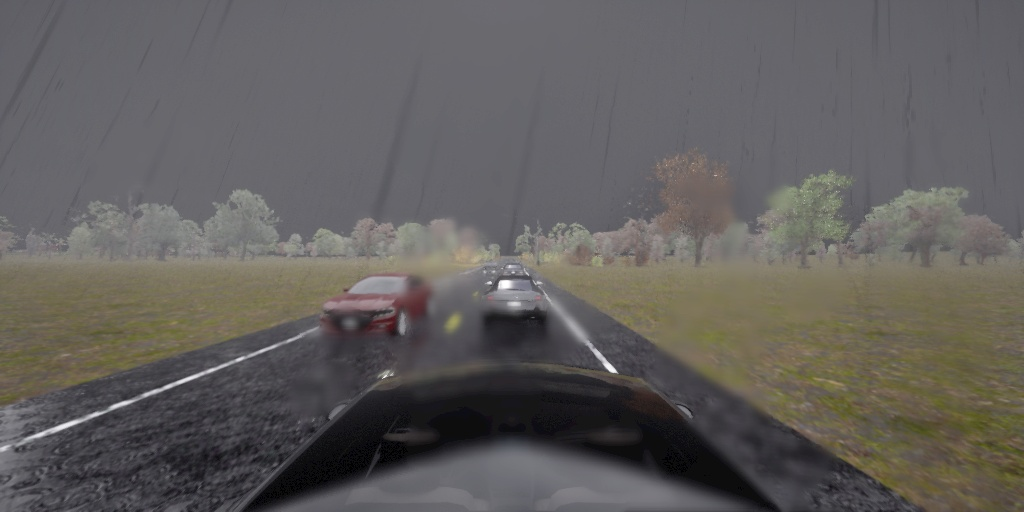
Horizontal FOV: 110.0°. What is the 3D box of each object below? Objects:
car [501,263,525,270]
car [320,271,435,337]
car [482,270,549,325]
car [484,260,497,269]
[{"bbox_3d":[0.089,1.300,29.637,2.033,1.411,5.357,0,0,0],"label":"car"},{"bbox_3d":[-3.604,1.228,10.476,1.882,1.535,5.008,0,0,0],"label":"car"},{"bbox_3d":[0.095,1.315,11.853,1.994,1.385,4.181,0,0,0],"label":"car"},{"bbox_3d":[-3.524,1.356,58.256,1.895,1.301,4.718,0,0,0],"label":"car"}]
